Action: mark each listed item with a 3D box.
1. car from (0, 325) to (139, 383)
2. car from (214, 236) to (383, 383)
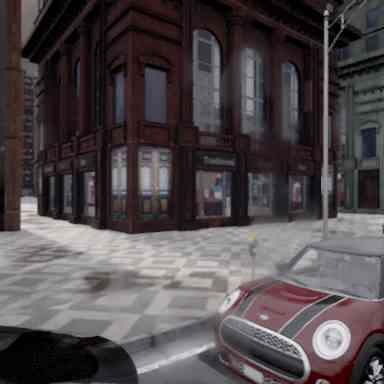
[{"bbox_3d":[-2.230,1.554,1.398,4.313,1.339,1.947,0,0,-37],"label":"car"},{"bbox_3d":[2.248,1.456,4.823,4.097,1.590,1.967,0,0,-37],"label":"car"}]
